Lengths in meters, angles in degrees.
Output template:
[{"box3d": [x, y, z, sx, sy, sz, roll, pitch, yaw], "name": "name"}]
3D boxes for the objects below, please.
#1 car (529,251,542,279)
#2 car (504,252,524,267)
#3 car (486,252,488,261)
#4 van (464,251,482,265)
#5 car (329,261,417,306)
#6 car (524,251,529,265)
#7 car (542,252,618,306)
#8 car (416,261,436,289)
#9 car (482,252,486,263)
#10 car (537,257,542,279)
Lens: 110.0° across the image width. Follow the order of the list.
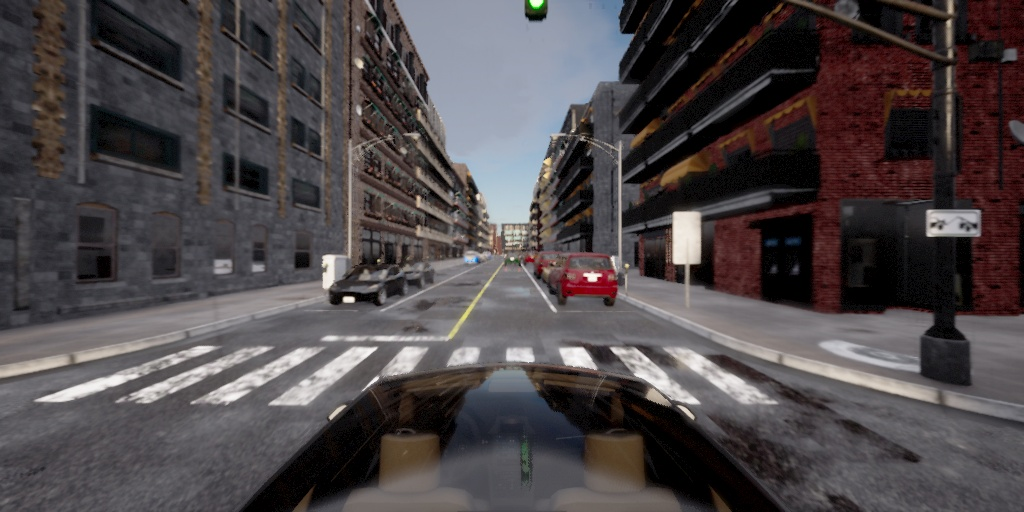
[{"box3d": [2.557, 0.605, 25.036, 2.192, 1.841, 5.009, 0, 0, 0], "name": "car"}, {"box3d": [0.081, 0.359, 44.409, 2.097, 1.767, 4.553, 0, 1, 0], "name": "car"}, {"box3d": [-5.339, 0.349, 58.183, 1.751, 1.417, 4.829, 0, 0, 0], "name": "car"}, {"box3d": [-5.334, 0.295, 47.227, 1.690, 1.789, 3.998, 0, 0, 0], "name": "van"}, {"box3d": [-5.319, 1.014, 13.866, 1.948, 1.339, 4.313, 0, 0, 0], "name": "car"}, {"box3d": [2.547, 0.292, 47.266, 2.192, 1.841, 5.009, 0, 0, 0], "name": "car"}, {"box3d": [2.562, 0.785, 13.915, 2.192, 1.841, 5.009, 0, 0, 0], "name": "car"}, {"box3d": [-5.321, 0.922, 19.426, 1.948, 1.339, 4.313, 0, 0, 0], "name": "car"}, {"box3d": [-5.336, 0.439, 52.791, 2.007, 1.370, 4.403, 0, 0, 0], "name": "car"}, {"box3d": [2.560, 0.905, 19.643, 1.751, 1.417, 4.829, 0, 0, 0], "name": "car"}]
